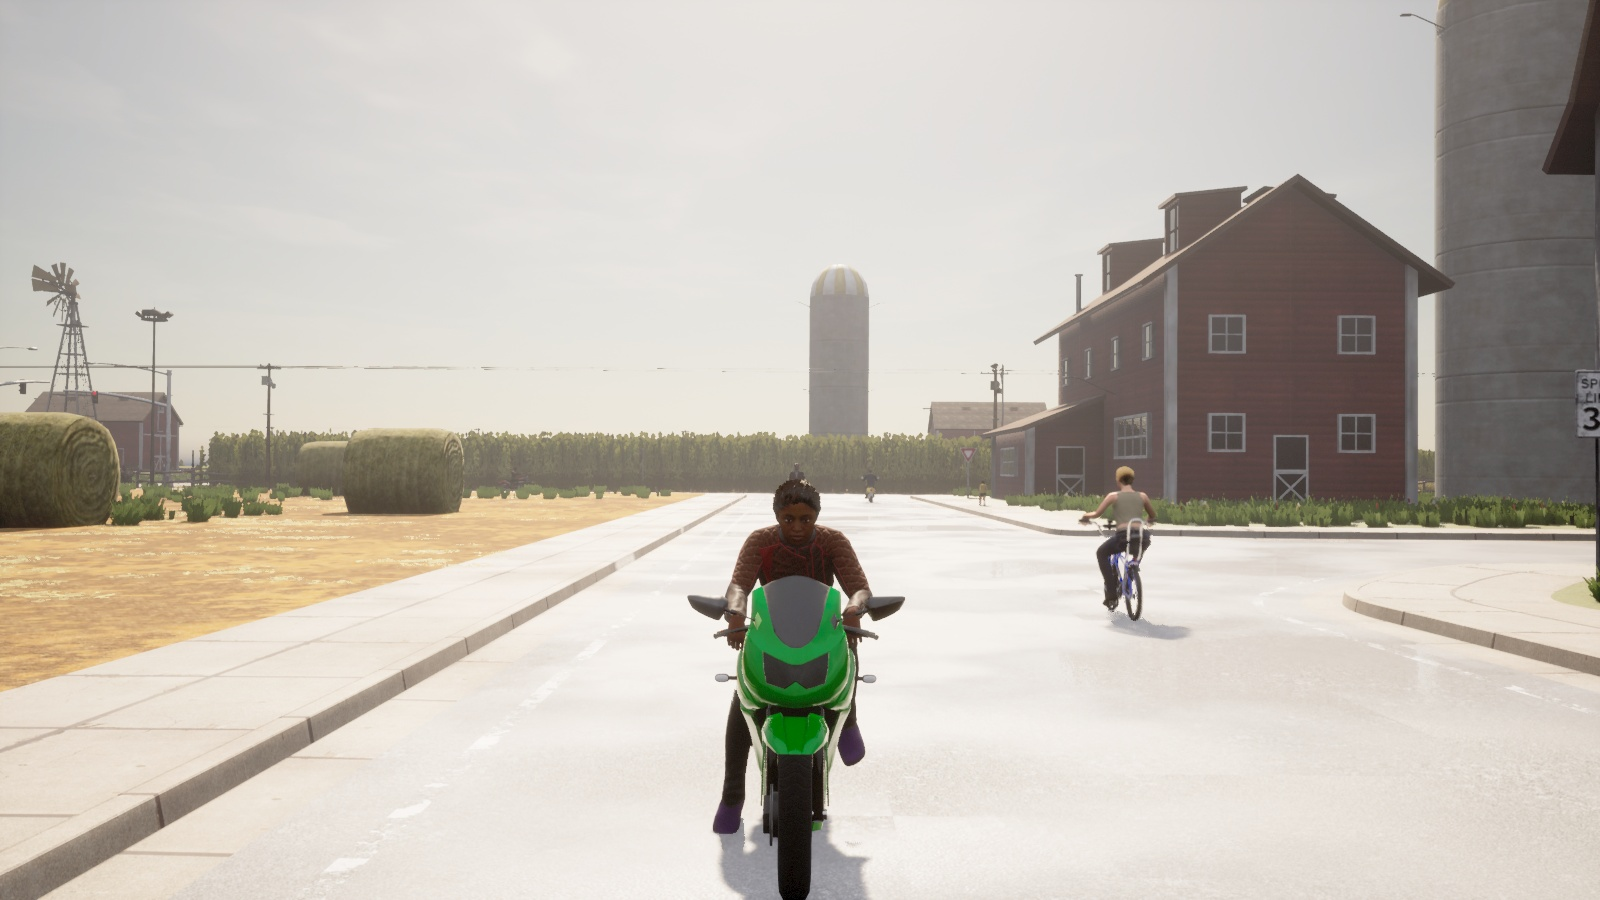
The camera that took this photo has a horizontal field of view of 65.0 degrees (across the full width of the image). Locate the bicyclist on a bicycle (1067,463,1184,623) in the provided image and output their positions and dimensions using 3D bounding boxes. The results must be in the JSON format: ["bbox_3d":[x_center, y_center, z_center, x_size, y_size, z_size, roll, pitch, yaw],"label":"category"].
[{"bbox_3d":[3.462,0.955,13.491,0.866,1.612,1.509,0,-1,0],"label":"bicyclist on a bicycle"}]

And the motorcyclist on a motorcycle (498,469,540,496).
[{"bbox_3d":[-16.993,1.954,75.988,2.350,1.649,0.766,0,-1,1],"label":"motorcyclist on a motorcycle"}]

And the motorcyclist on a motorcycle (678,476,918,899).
[{"bbox_3d":[-0.010,0.878,5.209,0.797,1.523,2.044,0,-1,0],"label":"motorcyclist on a motorcycle"}]
